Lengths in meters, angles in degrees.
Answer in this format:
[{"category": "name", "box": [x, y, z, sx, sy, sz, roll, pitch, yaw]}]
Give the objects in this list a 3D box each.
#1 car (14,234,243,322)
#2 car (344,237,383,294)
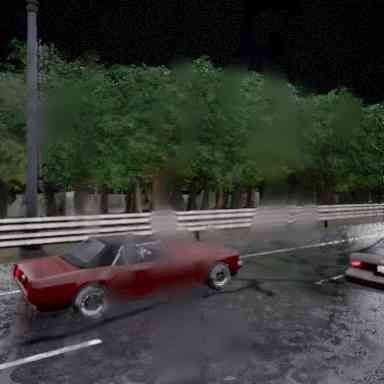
[{"category": "car", "box": [-1.132, 1.582, 7.270, 4.718, 1.301, 1.895, 0, 0, -35]}, {"category": "car", "box": [5.772, 1.547, 7.864, 5.357, 1.411, 2.033, 0, 0, -35]}]
